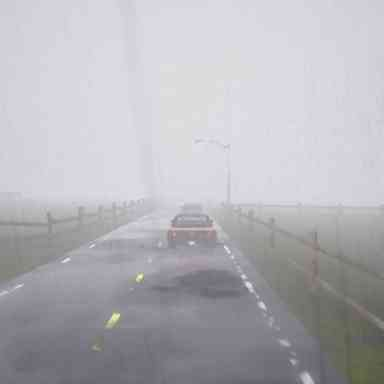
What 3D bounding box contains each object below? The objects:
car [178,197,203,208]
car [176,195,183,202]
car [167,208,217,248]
[{"bbox_3d":[0.000,1.493,29.651,1.882,1.535,5.008,0,0,0],"label":"car"},{"bbox_3d":[-2.750,1.512,76.721,2.128,1.511,4.902,0,0,0],"label":"car"},{"bbox_3d":[0.000,1.620,14.680,1.895,1.301,4.718,0,0,0],"label":"car"}]
